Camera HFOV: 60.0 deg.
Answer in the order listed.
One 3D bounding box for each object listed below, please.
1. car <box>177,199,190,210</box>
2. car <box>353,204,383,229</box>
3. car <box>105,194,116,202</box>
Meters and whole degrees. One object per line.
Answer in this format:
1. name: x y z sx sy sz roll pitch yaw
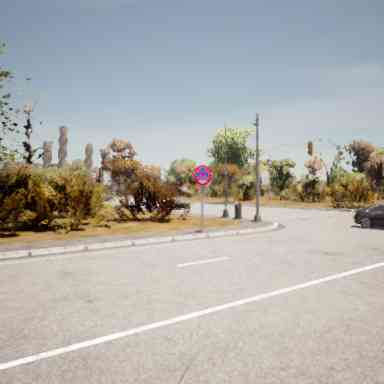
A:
1. car: -1.979 1.498 40.508 1.895 1.301 4.718 0 0 -32
2. car: 11.700 1.476 18.838 1.837 1.490 4.892 0 0 -32
3. car: -15.604 1.138 61.776 1.994 1.385 4.181 0 1 -34
